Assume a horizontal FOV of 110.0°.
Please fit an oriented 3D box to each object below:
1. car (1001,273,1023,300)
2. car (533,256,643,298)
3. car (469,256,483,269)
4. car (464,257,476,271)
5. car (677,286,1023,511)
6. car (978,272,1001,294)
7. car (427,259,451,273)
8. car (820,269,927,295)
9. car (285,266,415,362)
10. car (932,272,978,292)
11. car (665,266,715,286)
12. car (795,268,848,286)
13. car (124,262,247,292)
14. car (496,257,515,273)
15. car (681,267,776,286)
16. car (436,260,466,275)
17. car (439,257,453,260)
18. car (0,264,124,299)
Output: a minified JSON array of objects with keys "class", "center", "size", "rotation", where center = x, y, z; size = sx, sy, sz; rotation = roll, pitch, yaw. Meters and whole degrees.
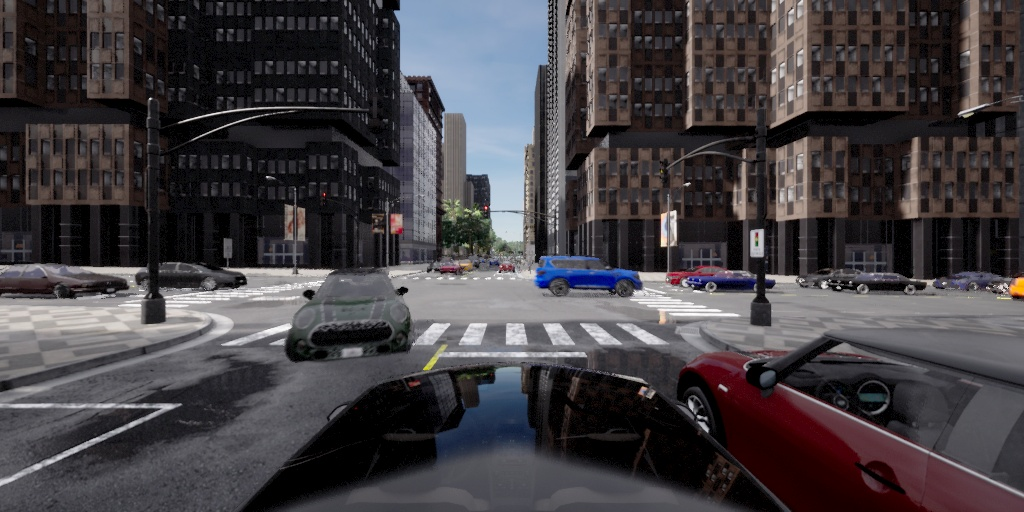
[{"class":"car","center":[29.885,1.572,19.081],"size":[4.553,1.767,2.097],"rotation":[1,0,0]},{"class":"car","center":[3.915,1.066,18.920],"size":[5.566,2.045,2.150],"rotation":[1,0,0]},{"class":"car","center":[-6.561,1.052,59.239],"size":[2.150,2.045,5.566],"rotation":[0,0,0]},{"class":"car","center":[-6.500,1.278,48.901],"size":[1.882,1.535,5.008],"rotation":[0,0,0]},{"class":"car","center":[2.764,1.190,2.341],"size":[1.967,1.591,4.097],"rotation":[0,0,0]},{"class":"car","center":[33.098,1.770,22.542],"size":[4.892,1.490,1.837],"rotation":[1,0,0]},{"class":"car","center":[-9.134,1.351,43.679],"size":[1.948,1.339,4.313],"rotation":[0,0,0]},{"class":"car","center":[22.691,1.715,22.489],"size":[4.718,1.301,1.895],"rotation":[1,0,0]},{"class":"car","center":[-3.578,1.105,8.422],"size":[2.097,1.767,4.553],"rotation":[-1,0,-20]},{"class":"car","center":[33.110,1.828,25.798],"size":[4.181,1.385,1.994],"rotation":[1,0,-1]},{"class":"car","center":[13.642,1.459,25.691],"size":[5.008,1.535,1.882],"rotation":[1,0,0]},{"class":"car","center":[23.133,1.623,25.739],"size":[4.892,1.490,1.837],"rotation":[1,0,0]},{"class":"car","center":[-16.833,1.056,18.952],"size":[4.892,1.490,1.837],"rotation":[1,0,-3]},{"class":"car","center":[-0.609,1.225,43.732],"size":[1.967,1.591,4.097],"rotation":[0,0,0]},{"class":"car","center":[13.524,1.582,22.434],"size":[4.718,1.301,1.895],"rotation":[1,0,0]},{"class":"car","center":[-6.465,1.371,38.506],"size":[1.895,1.301,4.718],"rotation":[0,0,1]},{"class":"car","center":[-9.170,1.115,49.105],"size":[2.192,1.841,5.009],"rotation":[0,0,0]},{"class":"car","center":[-20.060,1.056,15.537],"size":[5.357,1.411,2.033],"rotation":[1,0,0]}]
